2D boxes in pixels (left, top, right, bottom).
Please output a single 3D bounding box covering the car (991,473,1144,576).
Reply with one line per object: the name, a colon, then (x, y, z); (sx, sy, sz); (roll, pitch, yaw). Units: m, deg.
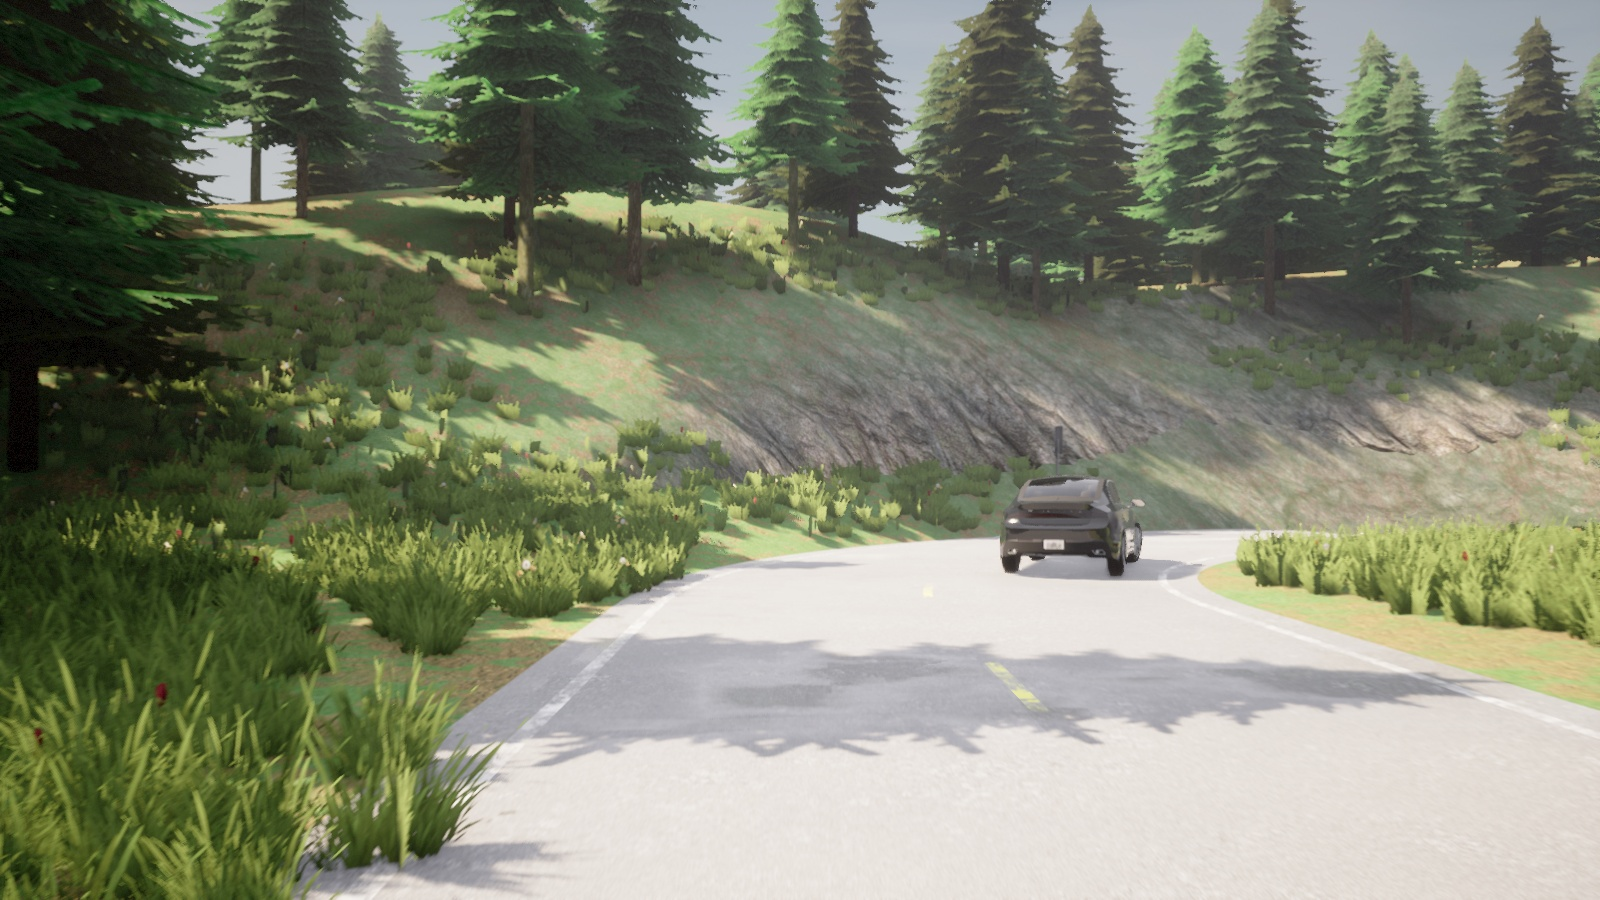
car: (4.556, 1.149, 20.835); (1.837, 1.490, 4.892); (-1, -1, 19)
